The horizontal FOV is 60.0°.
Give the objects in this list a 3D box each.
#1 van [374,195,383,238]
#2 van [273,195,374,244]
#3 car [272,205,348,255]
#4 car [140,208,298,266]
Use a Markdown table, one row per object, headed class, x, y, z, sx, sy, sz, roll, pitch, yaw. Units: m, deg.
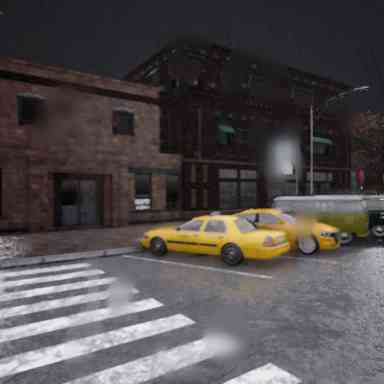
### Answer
| class | x | y | z | sx | sy | sz | roll | pitch | yaw |
| --- | --- | --- | --- | --- | --- | --- | --- | --- | --- |
| van | 7.897 | 1.137 | 16.793 | 4.442 | 1.987 | 1.878 | -1 | 0 | 34 |
| van | 5.475 | 1.177 | 15.022 | 4.442 | 1.987 | 1.878 | -1 | 0 | 34 |
| car | 3.160 | 1.441 | 13.200 | 5.008 | 1.535 | 2.097 | -1 | -1 | 34 |
| car | 0.584 | 1.473 | 11.526 | 5.366 | 1.575 | 1.946 | -1 | 0 | 34 |
